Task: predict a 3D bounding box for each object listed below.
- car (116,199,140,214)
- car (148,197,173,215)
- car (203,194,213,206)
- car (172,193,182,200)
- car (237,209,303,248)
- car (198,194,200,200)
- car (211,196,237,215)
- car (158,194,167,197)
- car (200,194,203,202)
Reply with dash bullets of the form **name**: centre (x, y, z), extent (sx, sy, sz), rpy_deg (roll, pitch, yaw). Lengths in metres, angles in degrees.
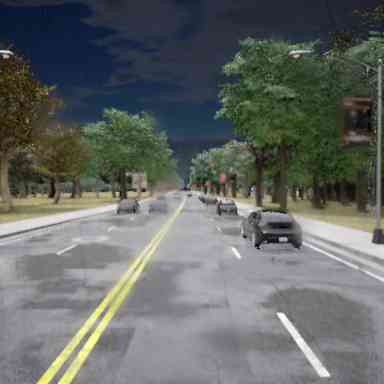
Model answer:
- **car**: centre (-6.605, 1.475, 34.868), extent (1.837, 1.490, 4.892), rpy_deg (0, 0, 0)
- **car**: centre (-3.355, 1.518, 34.376), extent (2.033, 1.411, 5.357), rpy_deg (0, 0, 0)
- **car**: centre (3.192, 1.441, 52.851), extent (1.882, 1.535, 5.008), rpy_deg (0, 0, 0)
- **car**: centre (-3.461, 1.008, 75.579), extent (2.097, 1.767, 4.553), rpy_deg (0, 0, 0)
- **car**: centre (3.347, 1.490, 14.604), extent (1.837, 1.490, 4.892), rpy_deg (0, 0, 0)
- **car**: centre (3.046, 1.439, 74.903), extent (2.163, 1.488, 4.792), rpy_deg (0, 0, -1)
- **car**: centre (3.340, 1.463, 32.868), extent (2.128, 1.511, 4.902), rpy_deg (0, 0, 0)
- **car**: centre (-6.710, 1.193, 75.519), extent (2.033, 1.411, 5.357), rpy_deg (0, 0, 0)
- **car**: centre (3.131, 1.459, 63.892), extent (2.163, 1.488, 4.792), rpy_deg (0, 0, 0)
